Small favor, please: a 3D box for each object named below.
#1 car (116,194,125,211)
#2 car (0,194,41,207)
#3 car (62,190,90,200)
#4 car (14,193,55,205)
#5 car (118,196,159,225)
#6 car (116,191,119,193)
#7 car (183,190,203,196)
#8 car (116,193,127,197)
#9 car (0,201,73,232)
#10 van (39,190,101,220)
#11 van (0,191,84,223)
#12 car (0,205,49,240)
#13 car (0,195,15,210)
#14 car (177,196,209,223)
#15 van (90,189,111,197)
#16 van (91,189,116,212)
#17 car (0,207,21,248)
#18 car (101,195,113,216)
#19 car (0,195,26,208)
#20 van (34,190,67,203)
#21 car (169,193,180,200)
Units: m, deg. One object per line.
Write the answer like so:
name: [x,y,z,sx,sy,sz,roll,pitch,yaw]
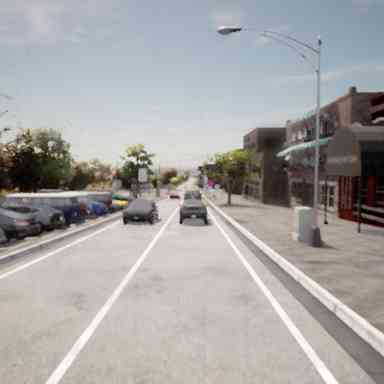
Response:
car: [-8.981,1.206,30.975,4.674,1.452,2.002,0,1,0]
car: [-21.887,1.017,41.242,5.366,1.575,1.946,0,1,0]
car: [-22.135,0.580,63.444,4.553,1.767,2.185,0,1,0]
car: [-22.051,0.971,46.794,4.792,1.488,2.163,0,1,0]
car: [-3.349,1.255,22.380,1.882,1.535,5.008,0,1,0]
car: [-8.958,0.835,36.577,5.566,2.045,2.435,0,1,0]
car: [0.100,0.770,40.431,2.150,2.045,5.566,0,1,0]
car: [-8.797,1.123,33.777,5.366,1.575,1.946,0,1,0]
car: [-8.989,1.385,16.957,4.792,1.488,2.163,0,1,0]
van: [-8.850,1.059,22.558,4.442,1.987,1.878,0,1,0]
van: [-9.080,1.094,19.757,4.442,1.987,1.878,0,1,0]
car: [-8.953,1.424,14.149,4.674,1.452,2.002,0,1,0]
car: [-22.071,1.101,35.693,4.892,1.521,2.231,0,1,0]
car: [0.099,1.272,23.144,1.837,1.490,4.892,0,0,0]
van: [-22.009,0.253,80.092,4.442,1.987,1.878,0,1,0]
van: [-9.092,0.980,28.168,4.442,1.987,1.878,0,1,0]
car: [-8.958,1.410,11.346,4.892,1.521,2.231,0,1,0]
car: [-8.966,1.246,25.368,5.008,1.535,2.097,0,1,0]
car: [-22.098,1.089,38.468,4.792,1.488,2.163,0,1,0]
van: [-22.205,0.636,52.340,4.442,1.987,1.878,0,1,0]
car: [-3.269,0.775,63.447,1.895,1.301,4.718,0,1,0]
